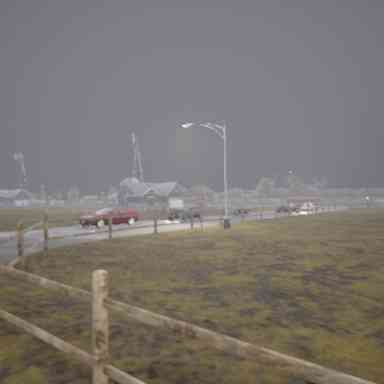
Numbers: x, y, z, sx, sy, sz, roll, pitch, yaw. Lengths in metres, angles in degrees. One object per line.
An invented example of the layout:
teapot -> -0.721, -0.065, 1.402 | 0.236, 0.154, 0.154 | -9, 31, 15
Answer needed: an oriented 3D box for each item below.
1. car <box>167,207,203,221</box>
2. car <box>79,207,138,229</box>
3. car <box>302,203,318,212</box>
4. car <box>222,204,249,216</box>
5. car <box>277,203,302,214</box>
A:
car -> -0.665, 2.178, 33.925 | 1.994, 1.385, 4.181 | -2, -2, 36
car -> -6.409, 1.929, 25.905 | 1.882, 1.535, 5.008 | -2, -2, 36
car -> 19.741, 2.552, 56.113 | 1.812, 1.442, 4.674 | -2, -2, 36
car -> 5.661, 2.293, 42.771 | 2.128, 1.511, 4.902 | -2, -2, 36
car -> 13.726, 2.340, 47.706 | 1.837, 1.490, 4.892 | -2, -2, 36
